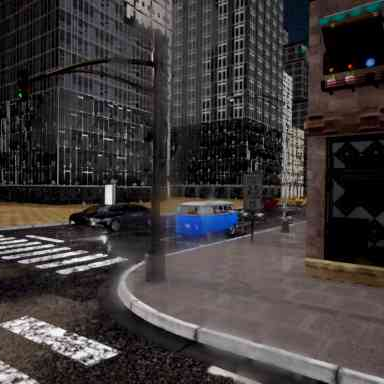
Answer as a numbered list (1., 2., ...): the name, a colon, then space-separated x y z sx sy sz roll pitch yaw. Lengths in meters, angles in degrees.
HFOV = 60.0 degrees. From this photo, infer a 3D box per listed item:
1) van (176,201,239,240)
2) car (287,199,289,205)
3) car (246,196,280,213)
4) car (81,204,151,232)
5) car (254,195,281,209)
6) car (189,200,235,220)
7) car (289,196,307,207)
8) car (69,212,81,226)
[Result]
1. van: 0.891 1.368 16.993 1.690 1.788 3.998 1 1 36
2. car: 16.464 1.363 53.250 1.752 1.417 4.829 1 1 36
3. car: 7.472 1.258 36.168 2.097 1.767 4.553 1 1 36
4. car: -3.995 1.466 20.115 1.812 1.442 4.674 1 1 37
5. car: 10.136 1.293 44.380 1.967 1.590 4.097 1 1 36
6. car: 1.771 1.485 28.209 1.994 1.385 4.181 1 1 35
7. car: 16.319 1.280 48.412 1.882 1.535 5.008 1 1 36
8. car: -5.933 1.467 21.864 1.947 1.339 4.313 1 1 36
